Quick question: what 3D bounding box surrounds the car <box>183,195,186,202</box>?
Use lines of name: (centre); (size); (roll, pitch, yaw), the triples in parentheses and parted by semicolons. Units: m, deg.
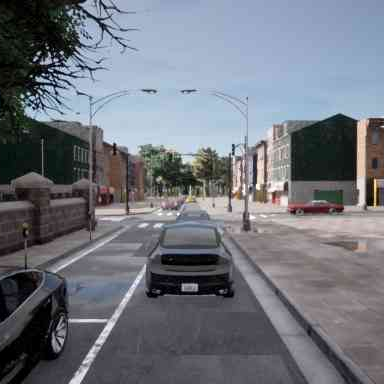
car: (-2.682, 1.628, 63.296); (1.887, 1.381, 4.507); (-1, 0, 0)

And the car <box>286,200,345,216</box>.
car: (10.941, 1.428, 29.835); (4.718, 1.301, 1.895); (-1, 1, 0)

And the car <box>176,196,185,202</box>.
car: (-2.691, 1.690, 79.600); (1.947, 1.339, 4.313); (-1, 0, 0)

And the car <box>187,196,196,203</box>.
car: (-0.029, 1.582, 71.711); (1.882, 1.535, 5.008); (0, 0, 0)

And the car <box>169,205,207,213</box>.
car: (0.091, 1.552, 15.977); (2.033, 1.411, 5.357); (0, 0, 0)

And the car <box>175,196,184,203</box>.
car: (-2.688, 1.655, 74.165); (1.887, 1.381, 4.507); (-1, 0, 0)

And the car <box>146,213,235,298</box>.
car: (-0.027, 1.505, 8.526); (1.837, 1.490, 4.892); (0, 0, 0)

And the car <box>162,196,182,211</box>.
car: (-2.670, 1.478, 41.557); (1.967, 1.590, 4.097); (-1, 0, 0)

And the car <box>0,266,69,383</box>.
car: (-2.646, 1.565, 3.237); (1.947, 1.339, 4.313); (-1, 0, 0)

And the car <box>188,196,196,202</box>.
car: (-0.046, 1.671, 82.145); (2.033, 1.411, 5.357); (0, 0, 0)
